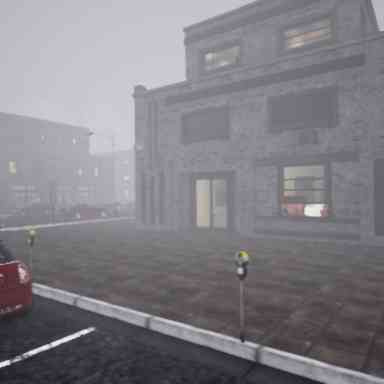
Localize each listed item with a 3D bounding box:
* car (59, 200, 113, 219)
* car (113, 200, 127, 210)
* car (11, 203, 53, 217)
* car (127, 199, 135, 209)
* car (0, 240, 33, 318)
[{"bbox_3d":[-9.687,1.672,29.899,1.887,1.381,4.507,0,0,35],"label":"car"},{"bbox_3d":[-10.978,1.715,42.778,2.008,1.369,4.403,0,0,35],"label":"car"},{"bbox_3d":[-16.582,1.812,34.661,1.802,1.307,4.206,0,0,35],"label":"car"},{"bbox_3d":[-7.838,1.694,47.325,1.947,1.339,4.313,0,0,35],"label":"car"},{"bbox_3d":[-4.897,1.521,6.368,4.097,1.590,1.967,-1,-1,35],"label":"car"}]
